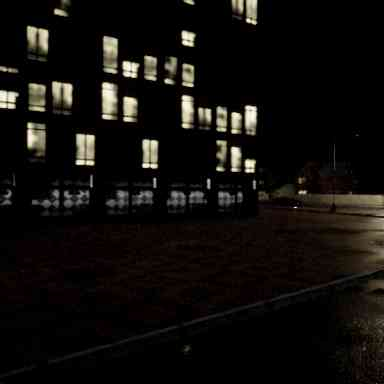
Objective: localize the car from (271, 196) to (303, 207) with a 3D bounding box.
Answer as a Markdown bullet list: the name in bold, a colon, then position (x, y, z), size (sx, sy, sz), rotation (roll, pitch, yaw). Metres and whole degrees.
- **car**: position (12.313, 1.244, 43.285), size (1.994, 1.385, 4.181), rotation (1, 0, -28)
